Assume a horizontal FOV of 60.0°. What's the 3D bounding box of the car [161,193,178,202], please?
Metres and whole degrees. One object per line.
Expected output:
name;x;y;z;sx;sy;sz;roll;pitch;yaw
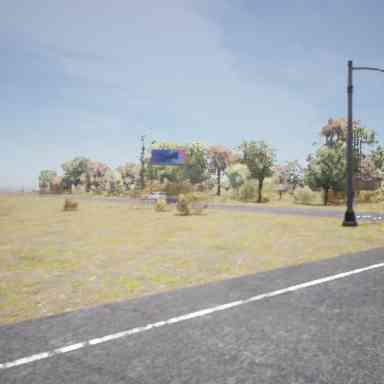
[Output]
car;-3.138;1.345;61.557;2.033;1.411;5.357;0;0;-33

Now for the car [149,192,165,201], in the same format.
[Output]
car;-7.152;1.007;67.492;2.150;2.045;5.566;0;0;-34
